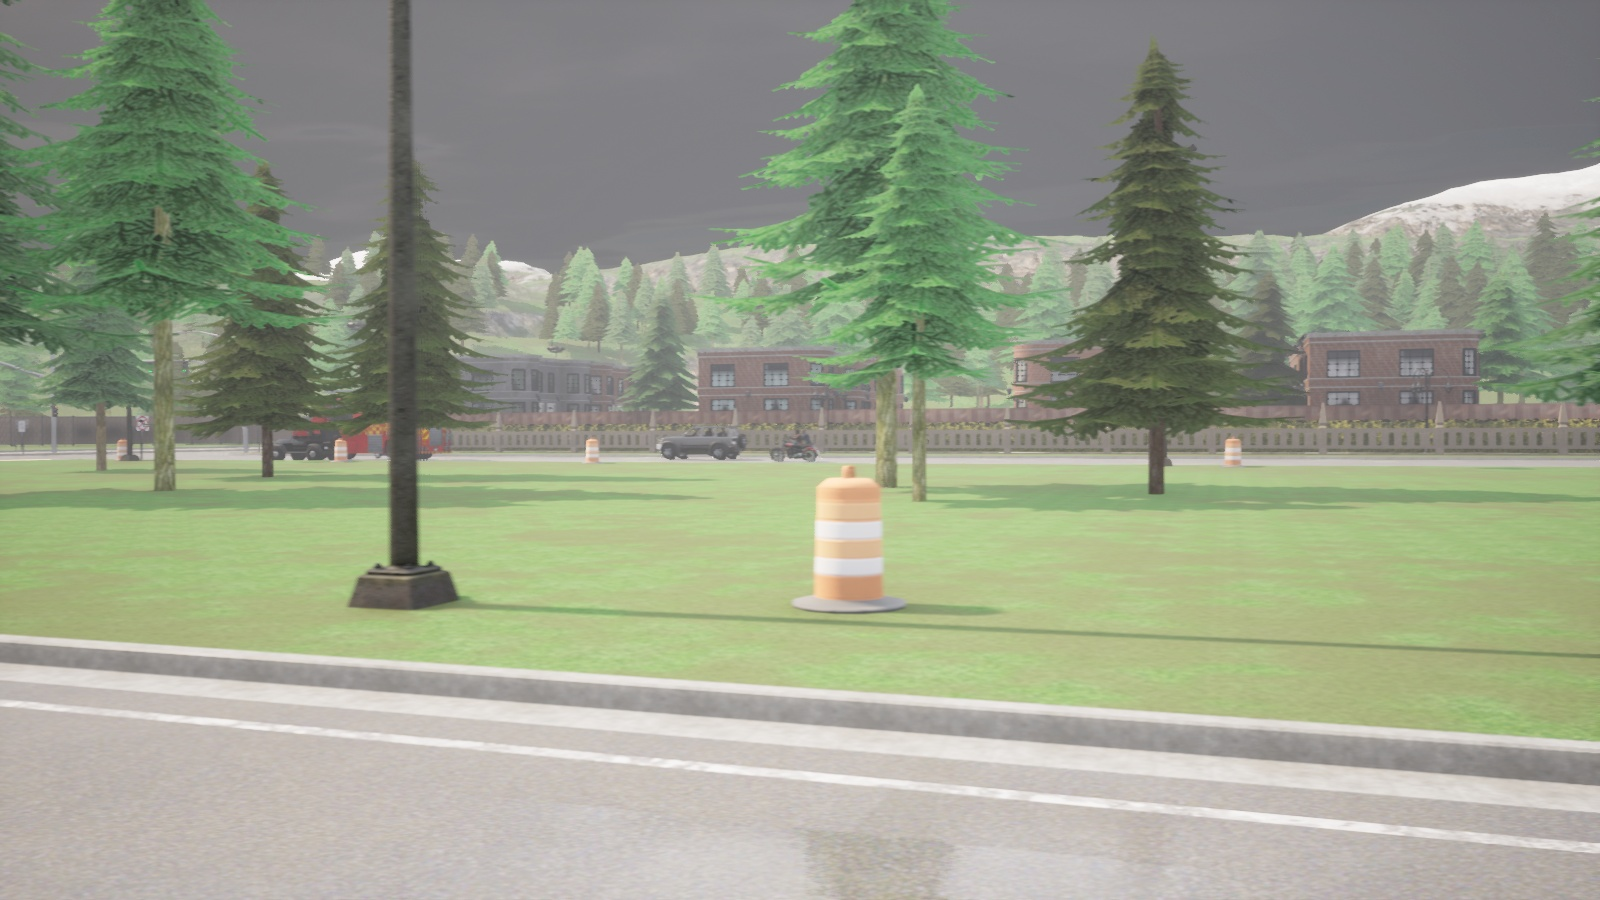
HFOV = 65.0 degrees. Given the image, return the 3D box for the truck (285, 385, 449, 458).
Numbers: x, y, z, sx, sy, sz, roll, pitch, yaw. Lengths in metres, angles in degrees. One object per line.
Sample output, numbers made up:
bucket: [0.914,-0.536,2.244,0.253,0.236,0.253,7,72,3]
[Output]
truck: [-23.621,-1.525,68.541,8.468,3.827,2.891,1,1,18]

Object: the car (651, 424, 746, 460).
car: [-5.362,-0.436,66.157,4.605,1.855,1.932,1,1,18]

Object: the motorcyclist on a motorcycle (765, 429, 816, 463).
motorcyclist on a motorcycle: [-0.459,-0.199,60.835,2.350,1.649,0.766,0,1,18]

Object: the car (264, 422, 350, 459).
car: [-25.720,-0.524,65.565,3.866,1.878,1.905,1,1,19]
